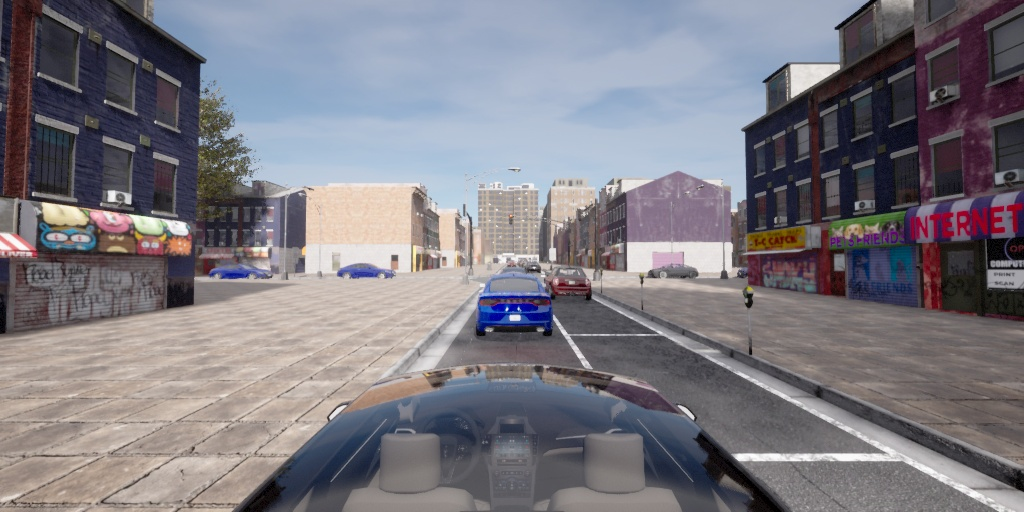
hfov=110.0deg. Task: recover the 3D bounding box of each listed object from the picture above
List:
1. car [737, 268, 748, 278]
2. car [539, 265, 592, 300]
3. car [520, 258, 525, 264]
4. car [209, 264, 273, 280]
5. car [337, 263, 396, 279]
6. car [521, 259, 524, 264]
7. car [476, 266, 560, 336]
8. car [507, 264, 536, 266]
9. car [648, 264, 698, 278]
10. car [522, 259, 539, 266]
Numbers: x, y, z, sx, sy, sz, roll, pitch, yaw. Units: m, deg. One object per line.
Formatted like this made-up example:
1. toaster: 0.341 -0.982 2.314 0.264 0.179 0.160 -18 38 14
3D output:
1. car: 23.049 1.337 32.576 4.674 1.442 1.812 0 -2 0
2. car: 2.629 1.206 17.793 1.967 1.591 4.097 0 0 0
3. car: 2.616 1.448 55.579 1.751 1.417 4.829 0 0 0
4. car: -22.536 1.370 29.901 4.674 1.442 1.812 -1 -2 0
5. car: -12.066 1.293 29.838 4.674 1.442 1.812 0 -2 0
6. car: 2.617 1.452 49.973 1.948 1.339 4.313 0 0 0
7. car: 0.036 1.233 10.484 1.882 1.535 5.008 0 0 -1
8. car: 0.093 1.292 17.992 1.812 1.442 4.674 0 0 0
9. car: 14.595 1.379 32.628 4.181 1.385 1.994 0 -2 0
10. car: 2.620 1.420 44.537 1.948 1.339 4.313 0 0 0
